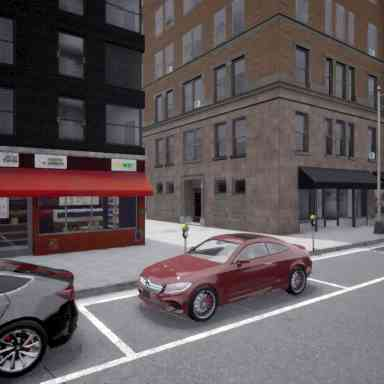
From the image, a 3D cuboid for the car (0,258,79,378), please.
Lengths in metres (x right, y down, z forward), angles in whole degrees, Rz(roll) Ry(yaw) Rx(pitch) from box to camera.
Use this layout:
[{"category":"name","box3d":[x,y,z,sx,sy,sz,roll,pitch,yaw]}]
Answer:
[{"category":"car","box3d":[-3.597,1.566,3.969,4.313,1.339,1.947,0,0,-35]}]

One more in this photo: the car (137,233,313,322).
[{"category":"car","box3d":[0.884,1.582,7.160,4.206,1.307,1.802,0,0,-35]}]
